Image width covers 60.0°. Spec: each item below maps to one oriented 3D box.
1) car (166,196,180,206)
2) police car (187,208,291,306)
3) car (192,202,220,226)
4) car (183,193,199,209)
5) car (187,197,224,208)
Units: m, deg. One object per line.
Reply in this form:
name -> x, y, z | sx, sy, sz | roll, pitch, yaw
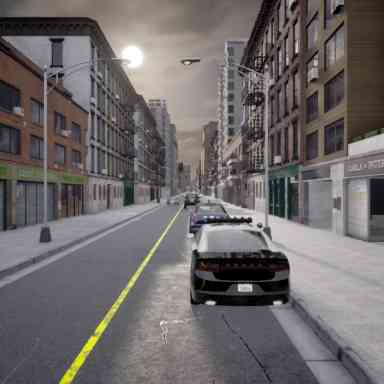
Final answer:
car -> -2.965, 1.455, 52.146 | 2.128, 1.511, 4.902 | 0, 0, 0
police car -> 0.905, 1.424, 8.233 | 1.930, 1.638, 5.238 | 0, 0, 0
car -> 0.916, 1.520, 24.123 | 1.812, 1.442, 4.674 | 0, 0, 0
car -> 0.034, 1.196, 45.215 | 2.150, 2.045, 5.566 | 0, 0, 0
car -> 0.911, 1.348, 18.094 | 2.097, 1.767, 4.553 | 0, 0, 0
